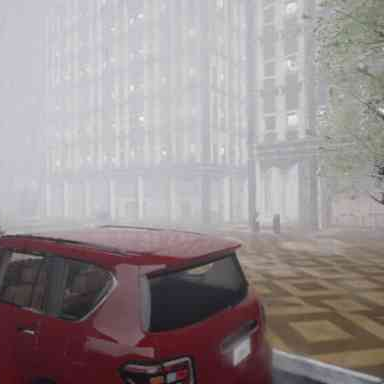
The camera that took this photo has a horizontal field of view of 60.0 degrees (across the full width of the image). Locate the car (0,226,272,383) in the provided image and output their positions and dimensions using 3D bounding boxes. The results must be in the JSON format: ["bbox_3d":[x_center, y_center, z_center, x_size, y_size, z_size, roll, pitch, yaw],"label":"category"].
[{"bbox_3d":[-1.556,1.351,3.987,5.009,1.841,2.192,-1,-1,35],"label":"car"}]
